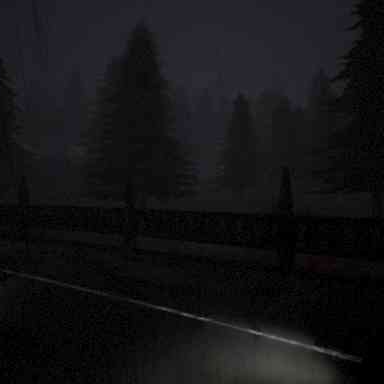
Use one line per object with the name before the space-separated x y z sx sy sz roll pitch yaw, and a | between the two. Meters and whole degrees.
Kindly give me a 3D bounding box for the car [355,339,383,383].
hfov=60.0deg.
car | 3.413 1.512 1.536 4.892 1.490 1.837 0 0 35
